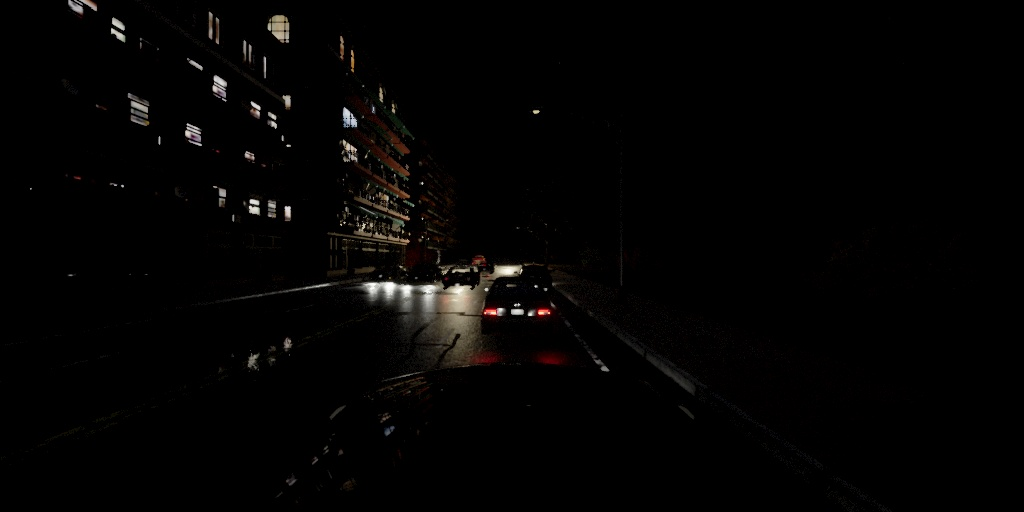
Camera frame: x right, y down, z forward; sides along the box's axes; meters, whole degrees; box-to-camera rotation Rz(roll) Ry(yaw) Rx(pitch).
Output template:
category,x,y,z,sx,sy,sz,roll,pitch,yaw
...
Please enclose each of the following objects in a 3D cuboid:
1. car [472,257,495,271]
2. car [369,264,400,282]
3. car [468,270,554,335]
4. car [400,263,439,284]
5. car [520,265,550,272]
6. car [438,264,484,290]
category,x,y,z,sx,sy,sz,roll,pitch,yaw
car,-3.057,1.241,42.119,2.128,1.511,4.902,0,0,0
car,-9.789,1.316,28.701,1.994,1.385,4.181,0,0,0
car,0.121,1.299,10.521,2.033,1.411,5.357,0,0,0
car,-6.544,1.256,26.903,1.837,1.490,4.892,0,0,0
car,1.178,1.257,20.209,1.837,1.490,4.892,0,0,0
car,-3.104,1.352,22.745,1.895,1.301,4.718,0,0,0
